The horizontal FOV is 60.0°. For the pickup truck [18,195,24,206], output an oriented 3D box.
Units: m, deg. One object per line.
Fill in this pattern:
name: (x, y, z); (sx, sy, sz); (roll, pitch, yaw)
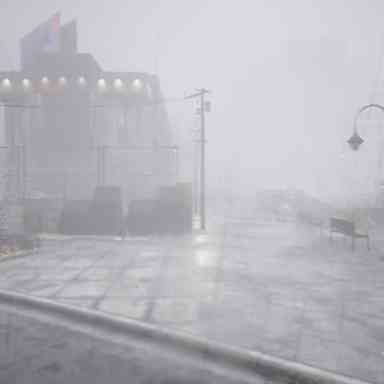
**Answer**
pickup truck: (-11.636, 0.941, 26.287); (2.390, 2.098, 6.274); (0, 0, -1)
